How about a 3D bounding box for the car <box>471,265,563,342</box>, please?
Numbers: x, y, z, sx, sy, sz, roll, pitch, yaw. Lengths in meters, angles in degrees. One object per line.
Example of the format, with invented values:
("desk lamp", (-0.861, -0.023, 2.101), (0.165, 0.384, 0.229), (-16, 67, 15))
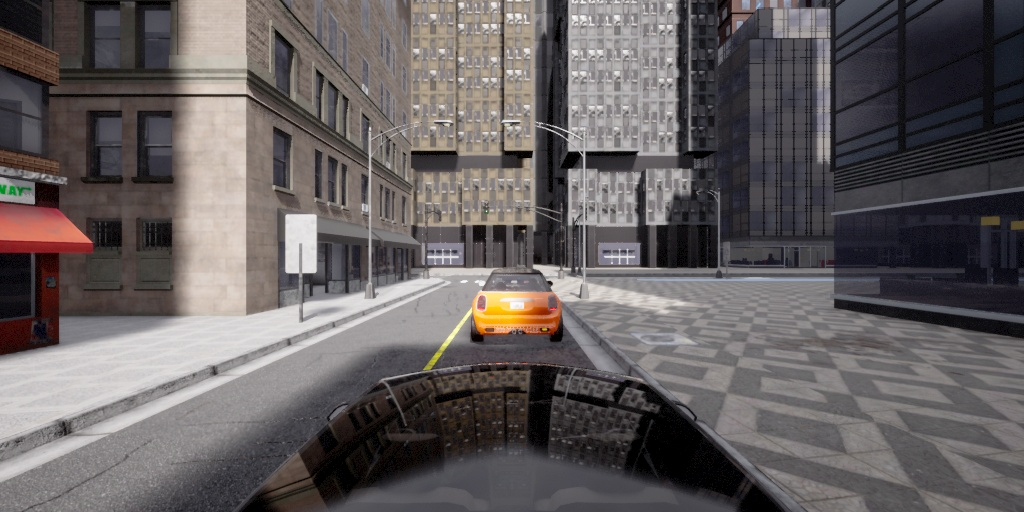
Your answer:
("car", (0.104, 1.102, 9.967), (2.097, 1.767, 4.553), (0, 0, 0))
